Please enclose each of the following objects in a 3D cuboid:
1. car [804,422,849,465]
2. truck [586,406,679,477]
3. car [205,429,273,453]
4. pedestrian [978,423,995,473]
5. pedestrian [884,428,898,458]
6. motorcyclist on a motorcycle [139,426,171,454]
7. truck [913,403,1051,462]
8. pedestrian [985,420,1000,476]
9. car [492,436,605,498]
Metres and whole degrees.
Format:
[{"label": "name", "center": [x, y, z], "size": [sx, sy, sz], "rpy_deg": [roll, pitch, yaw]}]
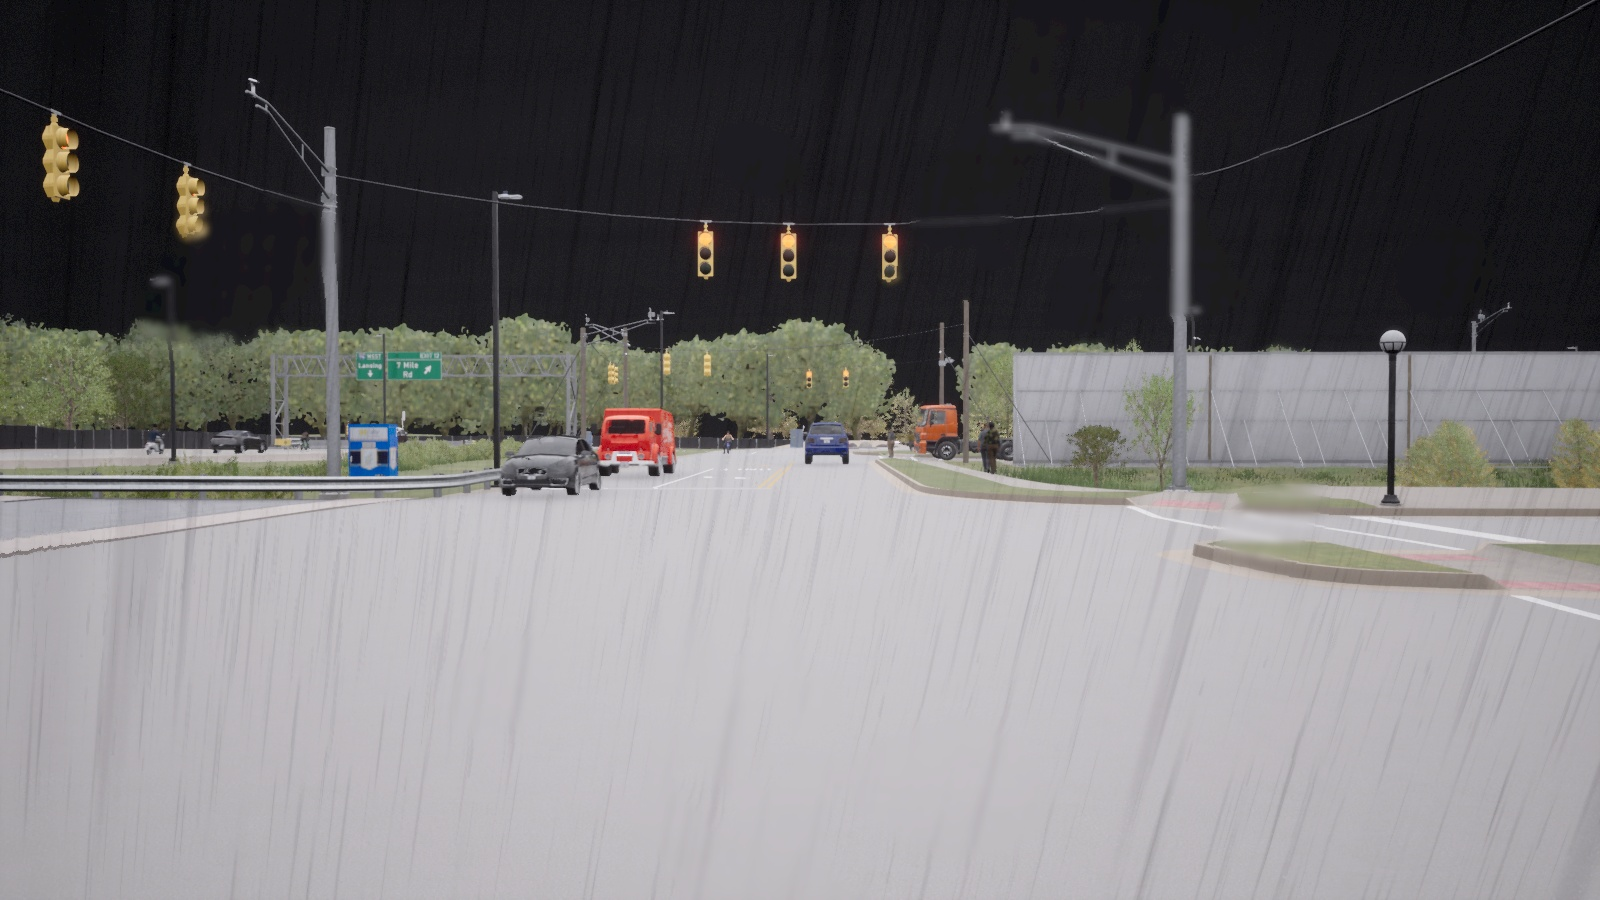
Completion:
[{"label": "car", "center": [1.361, -0.350, 62.966], "size": [2.150, 2.045, 5.566], "rpy_deg": [0, 1, 2]}, {"label": "truck", "center": [-6.062, -0.289, 46.201], "size": [2.627, 2.467, 5.204], "rpy_deg": [0, 0, 1]}, {"label": "car", "center": [-36.492, -0.612, 81.828], "size": [2.128, 1.511, 4.902], "rpy_deg": [0, 0, 1]}, {"label": "pedestrian", "center": [6.935, -0.073, 46.772], "size": [0.540, 1.848, 0.694], "rpy_deg": [0, 2, 2]}, {"label": "pedestrian", "center": [5.633, -0.427, 77.958], "size": [0.694, 1.848, 0.540], "rpy_deg": [2, 3, 45]}, {"label": "motorcyclist on a motorcycle", "center": [-36.693, -0.554, 71.504], "size": [0.866, 1.590, 1.817], "rpy_deg": [0, 0, 1]}, {"label": "truck", "center": [11.123, -1.089, 77.374], "size": [7.936, 3.462, 2.891], "rpy_deg": [1, 2, -4]}, {"label": "pedestrian", "center": [6.688, -0.063, 43.619], "size": [0.395, 1.930, 0.692], "rpy_deg": [0, 2, -1]}, {"label": "car", "center": [-6.407, 0.377, 32.585], "size": [1.837, 1.490, 4.892], "rpy_deg": [0, 1, 1]}]
